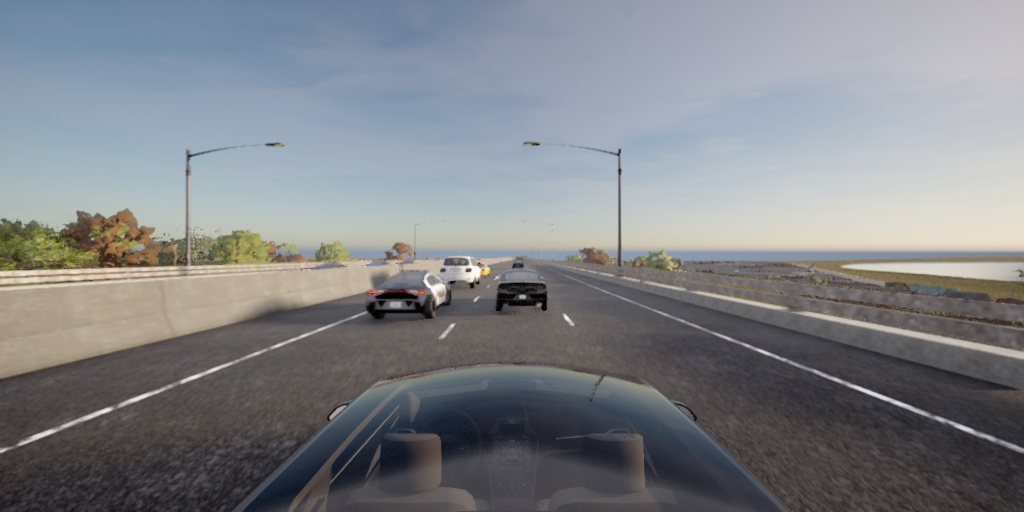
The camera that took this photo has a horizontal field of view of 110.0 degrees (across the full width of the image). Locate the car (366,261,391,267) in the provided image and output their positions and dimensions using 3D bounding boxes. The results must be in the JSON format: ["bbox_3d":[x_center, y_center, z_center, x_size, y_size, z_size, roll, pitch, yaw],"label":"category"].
[{"bbox_3d":[-16.972,1.318,45.960,1.882,1.535,5.008,0,-1,2],"label":"car"}]

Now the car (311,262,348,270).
[{"bbox_3d":[-20.611,1.372,40.797,2.033,1.411,5.357,0,0,2],"label":"car"}]

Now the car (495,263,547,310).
[{"bbox_3d":[0.316,1.253,14.828,1.882,1.535,5.008,0,0,-1],"label":"car"}]

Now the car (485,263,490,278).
[{"bbox_3d":[-3.158,1.279,35.231,1.801,1.575,5.366,0,0,1],"label":"car"}]

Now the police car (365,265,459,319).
[{"bbox_3d":[-3.459,1.275,13.108,2.038,1.542,4.974,0,0,0],"label":"police car"}]

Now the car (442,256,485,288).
[{"bbox_3d":[-3.345,1.016,24.106,2.150,2.045,5.566,0,0,1],"label":"car"}]

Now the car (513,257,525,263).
[{"bbox_3d":[1.098,1.380,61.081,1.882,1.535,5.008,0,0,2],"label":"car"}]

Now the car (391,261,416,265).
[{"bbox_3d":[-13.467,1.350,46.042,1.837,1.490,4.892,0,-1,2],"label":"car"}]
